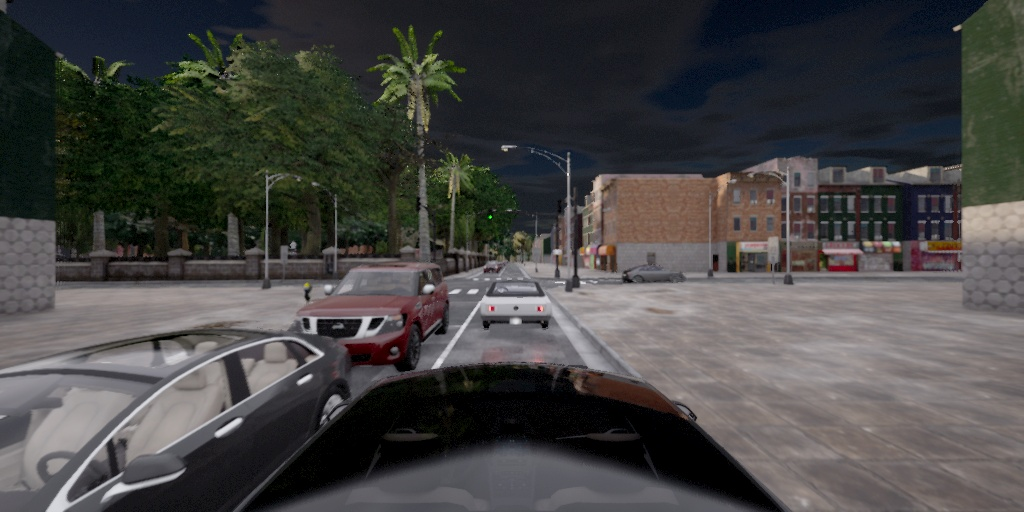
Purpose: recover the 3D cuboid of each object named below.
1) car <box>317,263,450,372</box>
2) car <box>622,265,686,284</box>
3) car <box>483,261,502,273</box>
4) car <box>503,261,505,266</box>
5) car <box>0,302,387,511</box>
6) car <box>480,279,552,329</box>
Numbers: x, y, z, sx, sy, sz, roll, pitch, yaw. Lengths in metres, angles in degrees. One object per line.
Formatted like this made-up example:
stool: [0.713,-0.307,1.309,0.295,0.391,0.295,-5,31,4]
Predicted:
car: [-2.638,1.080,7.861,2.192,1.841,5.009,0,0,0]
car: [9.962,1.314,25.334,4.181,1.385,1.994,0,0,0]
car: [-2.637,1.384,46.007,1.967,1.591,4.097,0,0,0]
car: [-2.637,1.645,63.071,1.802,1.307,4.207,0,0,0]
car: [-2.638,1.302,2.397,2.007,1.370,4.403,0,0,0]
car: [0.099,1.377,11.351,1.895,1.301,4.718,0,0,0]
